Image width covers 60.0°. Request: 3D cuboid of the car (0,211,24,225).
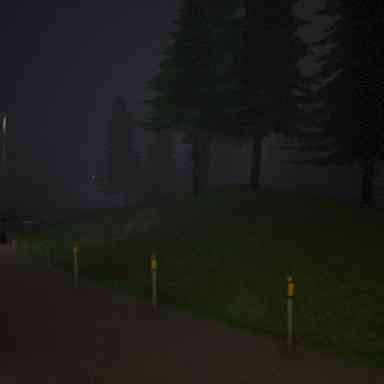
[{"bbox_3d":[-21.129,2.922,38.440,2.128,1.511,4.902,2,-3,-6],"label":"car"}]
